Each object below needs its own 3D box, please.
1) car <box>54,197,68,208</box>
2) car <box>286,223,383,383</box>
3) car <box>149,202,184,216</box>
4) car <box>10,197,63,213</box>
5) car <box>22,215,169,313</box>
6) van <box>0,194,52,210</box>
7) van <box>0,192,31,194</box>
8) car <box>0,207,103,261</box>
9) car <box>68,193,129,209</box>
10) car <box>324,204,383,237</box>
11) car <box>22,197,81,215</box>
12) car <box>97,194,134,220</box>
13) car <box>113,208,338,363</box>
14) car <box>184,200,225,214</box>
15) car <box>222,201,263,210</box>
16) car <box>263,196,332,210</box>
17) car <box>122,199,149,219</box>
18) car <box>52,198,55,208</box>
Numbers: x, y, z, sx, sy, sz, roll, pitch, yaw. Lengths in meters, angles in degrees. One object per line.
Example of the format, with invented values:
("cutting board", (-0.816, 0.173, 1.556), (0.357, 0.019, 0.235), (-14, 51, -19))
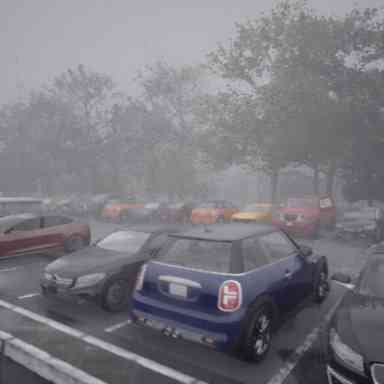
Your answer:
("car", (-9.405, 1.394, 30.026), (2.163, 1.488, 4.792), (0, 0, 36))
("car", (3.328, 1.522, 4.755), (2.231, 1.521, 4.892), (0, 0, 36))
("car", (-0.374, 1.439, 23.500), (2.097, 1.535, 5.008), (0, 0, 36))
("car", (-16.205, 1.344, 34.876), (2.002, 1.452, 4.674), (1, 0, 36))
("car", (-1.197, 1.530, 7.999), (2.002, 1.452, 4.674), (0, 0, 36))
("van", (-8.099, 1.213, 12.807), (1.878, 1.987, 4.442), (0, 0, 36))
("van", (-20.797, 1.036, 38.026), (1.878, 1.987, 4.442), (1, 0, 36))
("car", (-5.737, 1.486, 11.219), (2.163, 1.488, 4.792), (0, 0, 36))
("car", (-7.172, 1.133, 28.352), (2.435, 2.045, 5.566), (1, 0, 36))
("car", (8.682, 1.507, 17.013), (2.231, 1.521, 4.892), (0, 0, 36))
("car", (-13.941, 1.324, 33.254), (2.097, 1.535, 5.008), (1, 0, 36))
("car", (-4.913, 1.277, 26.727), (2.185, 1.767, 4.553), (0, 0, 36))
("car", (1.045, 1.381, 6.348), (2.185, 1.767, 4.553), (0, 0, 36))
("car", (1.873, 1.331, 21.854), (2.185, 1.767, 4.553), (0, 0, 36))
("car", (4.156, 1.473, 20.260), (2.097, 1.535, 5.008), (0, 0, 36))
("car", (6.402, 1.238, 18.608), (2.435, 2.045, 5.566), (0, 0, 36))
("car", (-2.631, 1.461, 25.131), (2.002, 1.452, 4.674), (0, 0, 36))
("car", (-11.678, 1.345, 31.631), (2.231, 1.521, 4.892), (1, 0, 36))
